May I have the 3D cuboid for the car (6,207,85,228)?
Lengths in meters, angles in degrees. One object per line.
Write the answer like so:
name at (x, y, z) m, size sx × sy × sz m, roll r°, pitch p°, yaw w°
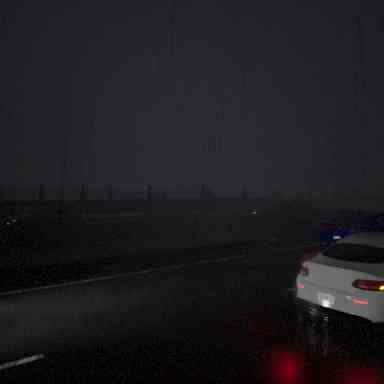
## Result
car at (-8.489, 1.565, 19.475) m, size 4.181 × 1.385 × 1.994 m, roll 0°, pitch 0°, yaw -36°

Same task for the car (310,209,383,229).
car at (7.118, 1.482, 13.322) m, size 5.008 × 1.535 × 1.882 m, roll 0°, pitch 0°, yaw -37°

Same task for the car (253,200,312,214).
car at (5.879, 1.357, 21.373) m, size 4.553 × 1.767 × 2.097 m, roll 0°, pitch 0°, yaw -37°

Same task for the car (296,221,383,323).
car at (4.001, 1.528, 6.664) m, size 4.674 × 1.442 × 1.812 m, roll 0°, pitch 0°, yaw -36°
